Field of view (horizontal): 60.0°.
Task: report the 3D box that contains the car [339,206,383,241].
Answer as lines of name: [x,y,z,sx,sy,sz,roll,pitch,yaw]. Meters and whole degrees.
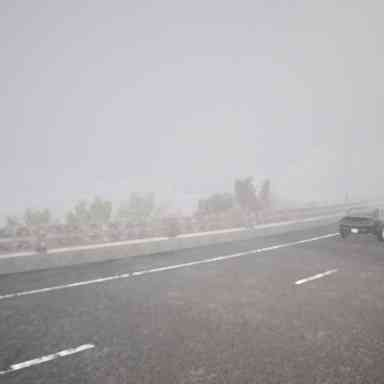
car: [9.005,1.466,16.597,4.892,1.490,1.837,0,0,-45]
